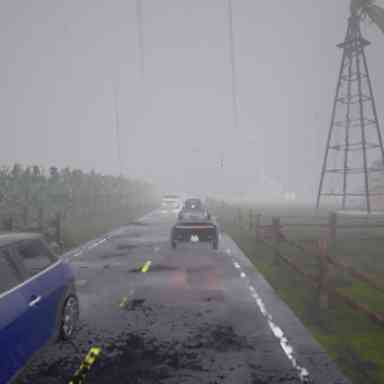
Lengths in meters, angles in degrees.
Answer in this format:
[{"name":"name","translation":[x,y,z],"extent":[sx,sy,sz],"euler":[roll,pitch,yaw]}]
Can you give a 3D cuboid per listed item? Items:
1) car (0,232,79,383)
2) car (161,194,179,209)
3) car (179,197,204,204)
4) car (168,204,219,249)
[{"name":"car","translation":[-2.849,1.352,3.400],"extent":[2.097,1.767,4.553],"euler":[0,0,0]},{"name":"car","translation":[-2.828,1.232,44.488],"extent":[2.150,2.045,5.566],"euler":[0,0,0]},{"name":"car","translation":[0.106,1.356,32.320],"extent":[2.097,1.767,4.553],"euler":[0,0,0]},{"name":"car","translation":[0.098,1.491,14.496],"extent":[2.128,1.511,4.902],"euler":[0,0,0]}]
